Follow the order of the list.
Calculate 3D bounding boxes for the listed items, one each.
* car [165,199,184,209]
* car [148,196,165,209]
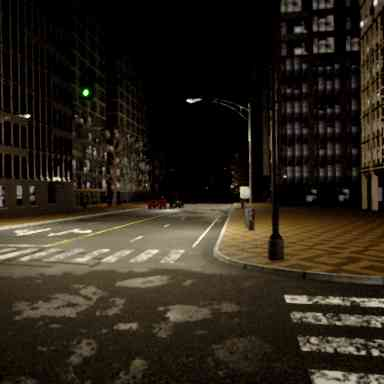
[{"bbox_3d":[-2.495,1.988,54.950,2.128,1.511,4.902,-1,-1,8],"label":"car"},{"bbox_3d":[-5.721,1.760,55.369,2.150,2.045,5.566,-1,-1,8],"label":"car"}]
